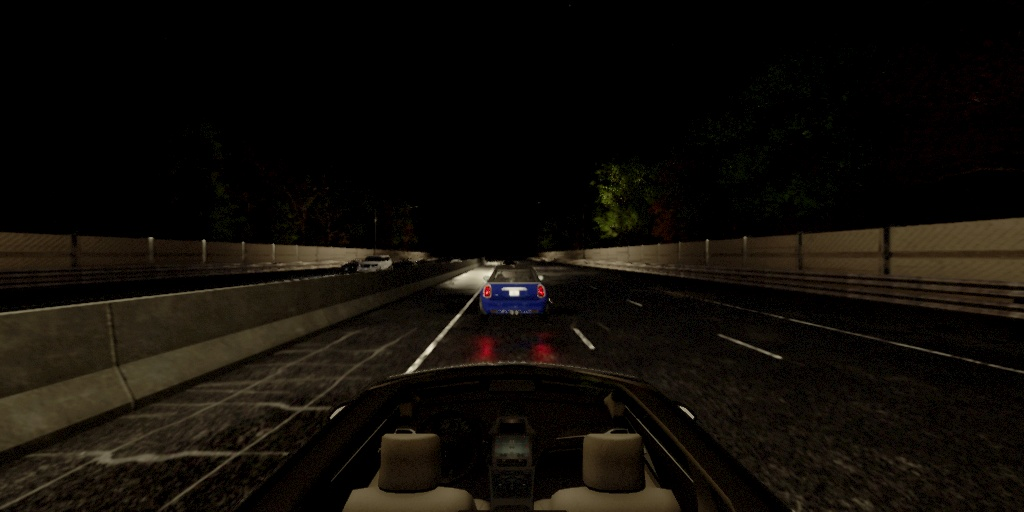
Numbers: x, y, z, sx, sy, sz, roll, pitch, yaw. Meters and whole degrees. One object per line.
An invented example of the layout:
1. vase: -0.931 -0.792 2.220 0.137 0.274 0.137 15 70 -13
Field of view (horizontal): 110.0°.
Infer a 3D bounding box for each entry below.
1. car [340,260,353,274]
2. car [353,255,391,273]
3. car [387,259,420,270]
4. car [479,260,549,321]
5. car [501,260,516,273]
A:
1. car: -18.050 1.212 41.432 2.128 1.511 4.902 0 0 -1
2. car: -14.485 0.946 38.244 2.150 2.045 5.566 0 0 -1
3. car: -10.977 1.271 37.599 2.033 1.411 5.357 0 0 -1
4. car: 0.053 1.094 12.521 2.097 1.767 4.553 0 0 0
5. car: -0.447 1.224 44.629 1.837 1.490 4.892 0 0 -1
